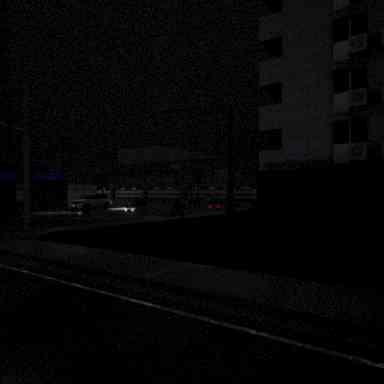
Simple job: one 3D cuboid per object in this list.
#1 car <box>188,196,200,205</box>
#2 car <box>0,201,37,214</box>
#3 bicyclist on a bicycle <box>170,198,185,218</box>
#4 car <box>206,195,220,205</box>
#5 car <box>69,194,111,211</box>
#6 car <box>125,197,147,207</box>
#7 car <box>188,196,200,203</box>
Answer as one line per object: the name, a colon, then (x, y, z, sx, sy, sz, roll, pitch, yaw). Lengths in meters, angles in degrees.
car: (0.410, 1.564, 59.076, 1.994, 1.385, 4.181, 0, 0, 4)
car: (-17.921, 1.601, 32.486, 1.895, 1.301, 4.718, 0, 0, 35)
bicyclist on a bicycle: (-1.204, 1.300, 27.316, 1.656, 1.620, 0.582, 0, 0, 36)
car: (3.882, 1.526, 58.485, 1.812, 1.442, 4.674, 0, 0, 4)
car: (-12.335, 1.221, 40.738, 2.150, 2.045, 5.566, 0, 0, 29)
car: (-8.387, 1.491, 50.014, 2.128, 1.511, 4.902, 0, 0, 15)
car: (0.354, 1.564, 67.487, 1.994, 1.385, 4.181, 0, 0, -8)
